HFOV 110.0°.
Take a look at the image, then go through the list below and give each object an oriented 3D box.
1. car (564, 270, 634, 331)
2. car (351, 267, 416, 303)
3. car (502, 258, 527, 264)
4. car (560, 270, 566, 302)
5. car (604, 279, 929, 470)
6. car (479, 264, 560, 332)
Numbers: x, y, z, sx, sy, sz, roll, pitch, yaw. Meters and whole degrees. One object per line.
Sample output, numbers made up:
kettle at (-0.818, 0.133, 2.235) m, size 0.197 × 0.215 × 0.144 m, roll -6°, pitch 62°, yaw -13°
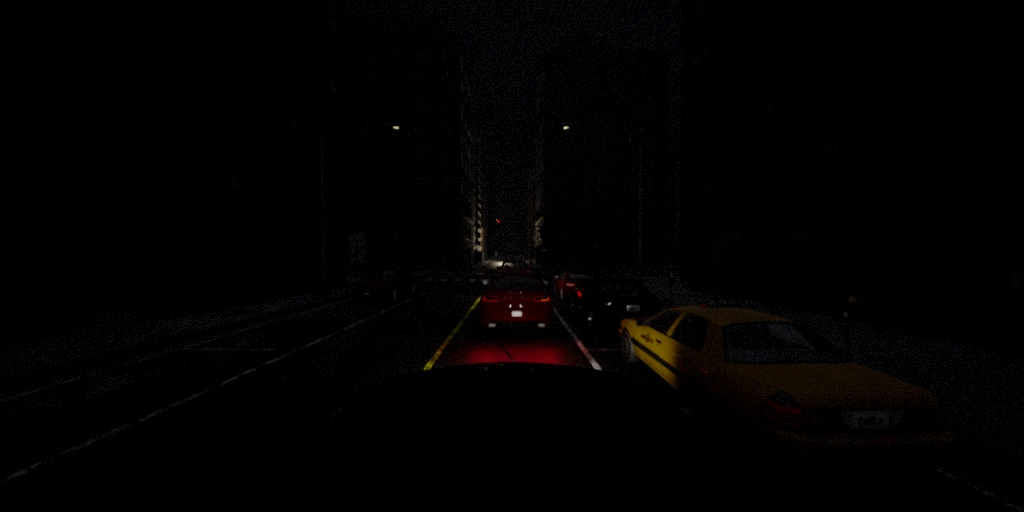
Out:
car at (2.892, 1.267, 10.587) m, size 1.948 × 1.339 × 4.313 m, roll 0°, pitch 0°, yaw 0°
car at (-5.640, 1.215, 16.190) m, size 1.888 × 1.381 × 4.507 m, roll 0°, pitch 0°, yaw 0°
car at (0.140, 0.995, 21.093) m, size 2.097 × 1.767 × 4.553 m, roll 0°, pitch 0°, yaw 0°
car at (2.905, 1.252, 16.173) m, size 1.802 × 1.307 × 4.207 m, roll 0°, pitch 0°, yaw 0°
car at (2.879, 1.257, 5.171) m, size 1.751 × 1.417 × 4.829 m, roll 0°, pitch 0°, yaw 0°
car at (0.116, 1.178, 10.765) m, size 1.882 × 1.535 × 5.008 m, roll 0°, pitch 0°, yaw 0°
